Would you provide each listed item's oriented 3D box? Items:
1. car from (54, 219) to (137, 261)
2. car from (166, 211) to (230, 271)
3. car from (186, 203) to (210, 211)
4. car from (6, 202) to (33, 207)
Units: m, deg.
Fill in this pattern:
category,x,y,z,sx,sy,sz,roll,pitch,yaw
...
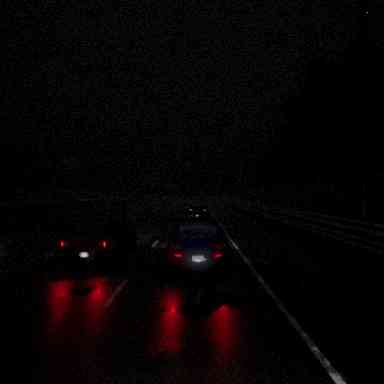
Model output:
category,x,y,z,sx,sy,sz,roll,pitch,yaw
car,-3.302,1.654,12.486,1.895,1.301,4.718,0,0,1
car,0.181,1.572,10.949,1.812,1.442,4.674,0,0,1
car,0.484,1.646,27.930,2.128,1.511,4.902,0,0,1
car,-17.052,1.726,32.851,2.033,1.411,5.357,0,0,2
